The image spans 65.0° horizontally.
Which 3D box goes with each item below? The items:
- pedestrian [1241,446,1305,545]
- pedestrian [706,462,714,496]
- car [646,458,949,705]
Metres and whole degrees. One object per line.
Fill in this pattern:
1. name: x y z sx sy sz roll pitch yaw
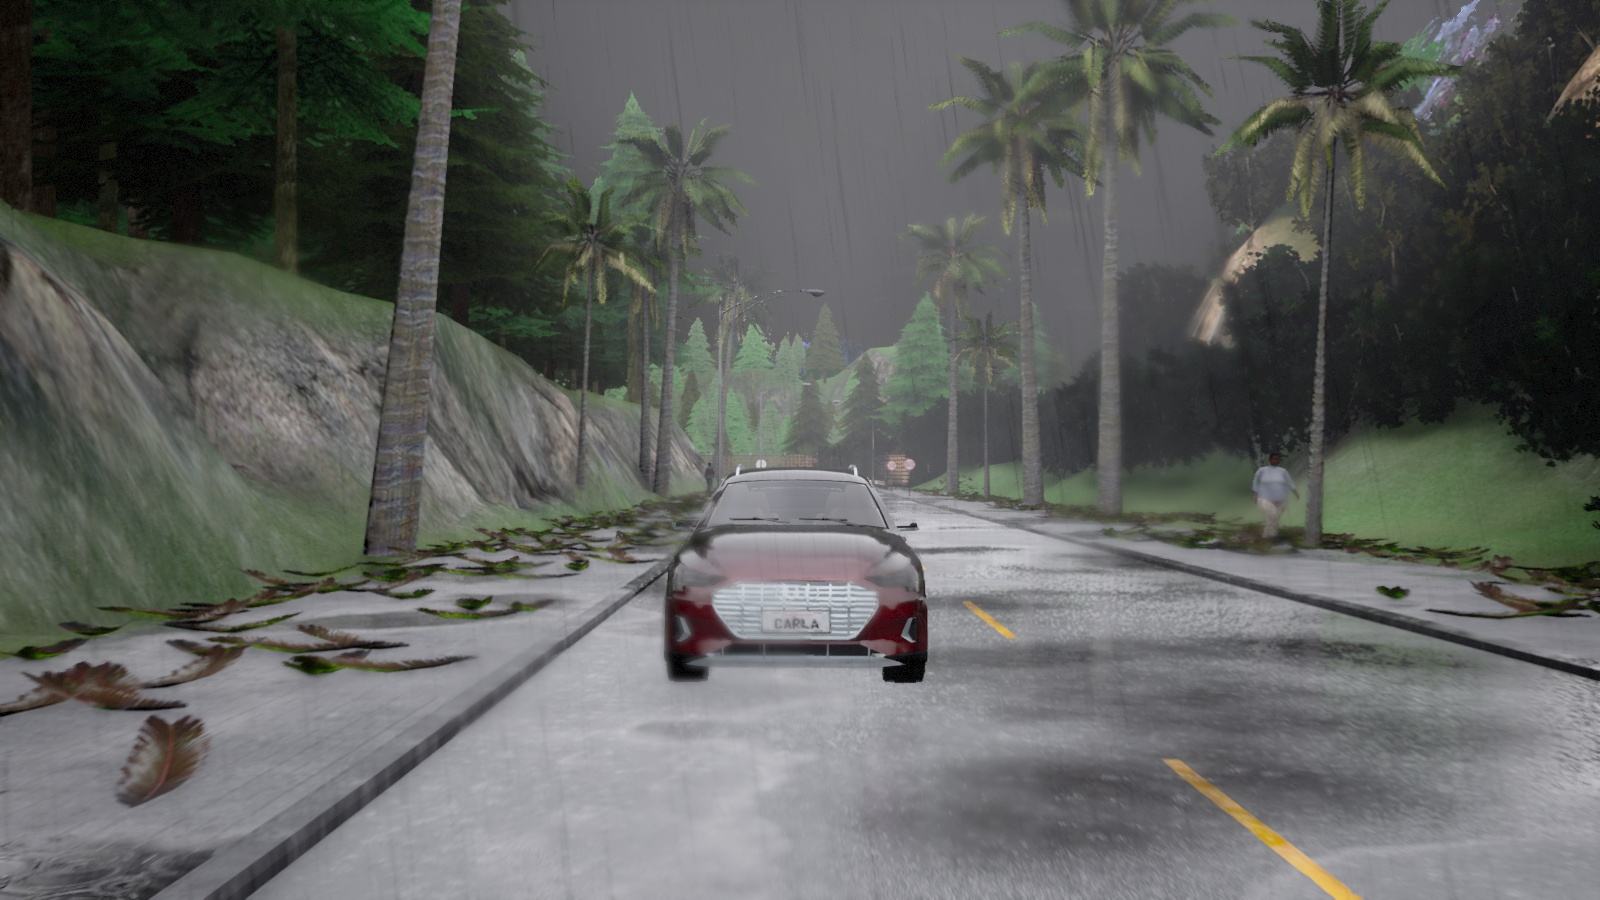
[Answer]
1. pedestrian: 9.068 0.868 24.124 0.874 1.855 0.900 0 -1 0
2. pedestrian: -5.199 1.674 72.652 0.402 1.930 0.666 0 -1 0
3. car: -0.024 0.927 10.879 2.033 1.649 4.856 0 -1 0
